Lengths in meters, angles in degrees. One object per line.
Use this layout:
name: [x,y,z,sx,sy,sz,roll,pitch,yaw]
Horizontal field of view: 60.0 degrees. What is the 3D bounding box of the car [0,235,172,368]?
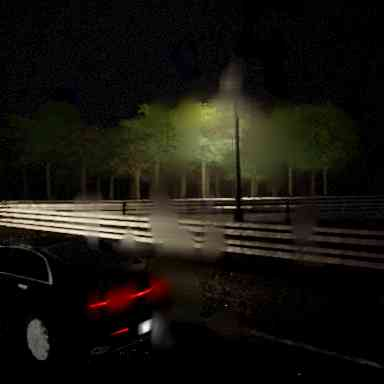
car: [-2.579,1.519,5.799,4.892,1.490,1.837,0,0,35]
